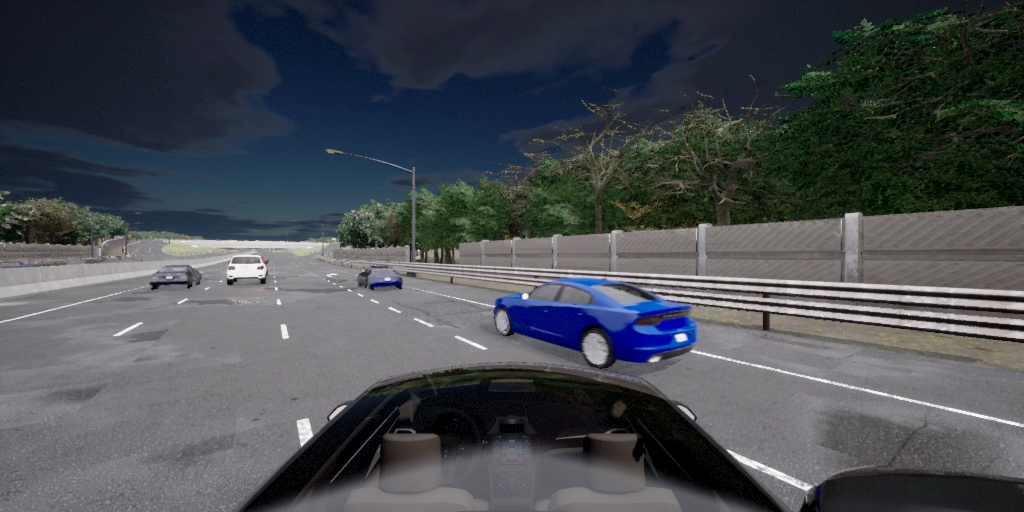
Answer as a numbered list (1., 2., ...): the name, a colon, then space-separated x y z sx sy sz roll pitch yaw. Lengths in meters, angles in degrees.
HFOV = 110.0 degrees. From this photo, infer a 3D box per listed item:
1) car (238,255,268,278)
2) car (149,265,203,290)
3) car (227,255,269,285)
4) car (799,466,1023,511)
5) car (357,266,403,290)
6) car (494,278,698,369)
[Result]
1. car: -25.264 0.946 35.153 2.150 2.045 5.566 0 0 -34
2. car: -21.161 1.284 22.720 2.033 1.411 5.357 0 0 -34
3. car: -19.274 0.957 26.201 2.150 2.045 5.566 0 0 -34
4. car: 2.985 1.315 0.453 4.181 1.385 1.994 0 0 34
5. car: -8.366 1.308 22.524 1.994 1.385 4.181 0 0 -34
6. car: 1.434 1.227 8.024 1.882 1.535 5.008 0 0 -34
